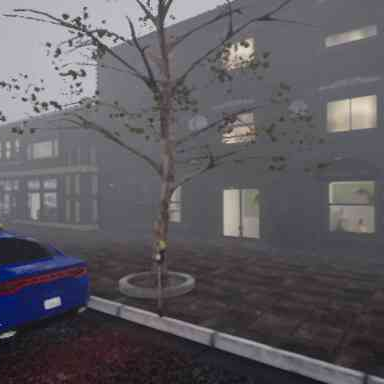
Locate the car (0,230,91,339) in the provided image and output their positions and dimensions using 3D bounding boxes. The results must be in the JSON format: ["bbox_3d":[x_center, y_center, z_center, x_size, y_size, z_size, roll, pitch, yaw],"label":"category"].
[{"bbox_3d":[-4.055,1.475,6.318,5.008,1.535,1.882,0,0,35],"label":"car"}]
